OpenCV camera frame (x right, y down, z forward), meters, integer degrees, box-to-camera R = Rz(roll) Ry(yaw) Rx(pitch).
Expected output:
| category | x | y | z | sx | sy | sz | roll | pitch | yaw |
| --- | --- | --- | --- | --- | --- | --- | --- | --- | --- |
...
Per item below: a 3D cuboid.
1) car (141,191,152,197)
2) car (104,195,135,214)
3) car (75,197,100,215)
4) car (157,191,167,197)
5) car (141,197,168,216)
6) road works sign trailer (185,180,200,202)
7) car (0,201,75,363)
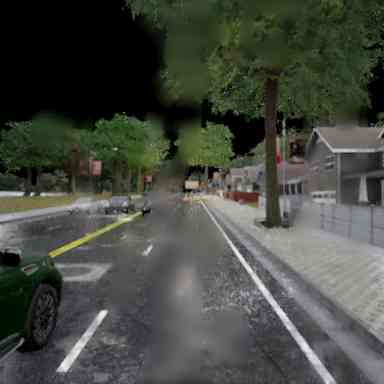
| category | x | y | z | sx | sy | sz | roll | pitch | yaw |
| --- | --- | --- | --- | --- | --- | --- | --- | --- | --- |
| car | -9.765 | 0.528 | 72.149 | 2.033 | 1.411 | 5.357 | 0 | 1 | 0 |
| car | -6.601 | 1.070 | 30.790 | 2.097 | 1.767 | 4.553 | 0 | 1 | 0 |
| car | -9.852 | 1.244 | 30.784 | 1.812 | 1.442 | 4.674 | 0 | 1 | 0 |
| car | -6.515 | 0.466 | 72.149 | 1.882 | 1.535 | 5.008 | 0 | 1 | 0 |
| car | -3.156 | 1.344 | 28.836 | 1.895 | 1.301 | 4.718 | 0 | 1 | 0 |
| road works sign trailer | -0.016 | -0.164 | 56.218 | 2.380 | 3.560 | 2.880 | 0 | 1 | 1 |
| car | -3.149 | 1.211 | 2.994 | 2.150 | 2.045 | 5.566 | 0 | 0 | 0 |
